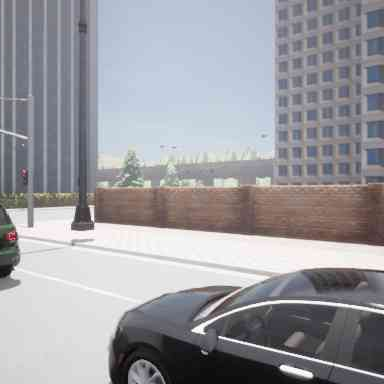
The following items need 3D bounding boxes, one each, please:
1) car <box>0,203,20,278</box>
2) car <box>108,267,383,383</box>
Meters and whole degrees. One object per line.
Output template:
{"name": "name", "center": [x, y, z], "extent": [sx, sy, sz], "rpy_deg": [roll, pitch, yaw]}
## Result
{"name": "car", "center": [-6.786, 1.221, 8.819], "extent": [5.566, 2.045, 2.150], "rpy_deg": [0, 0, 35]}
{"name": "car", "center": [1.290, 1.505, 3.073], "extent": [4.892, 1.490, 1.837], "rpy_deg": [0, 0, 36]}
